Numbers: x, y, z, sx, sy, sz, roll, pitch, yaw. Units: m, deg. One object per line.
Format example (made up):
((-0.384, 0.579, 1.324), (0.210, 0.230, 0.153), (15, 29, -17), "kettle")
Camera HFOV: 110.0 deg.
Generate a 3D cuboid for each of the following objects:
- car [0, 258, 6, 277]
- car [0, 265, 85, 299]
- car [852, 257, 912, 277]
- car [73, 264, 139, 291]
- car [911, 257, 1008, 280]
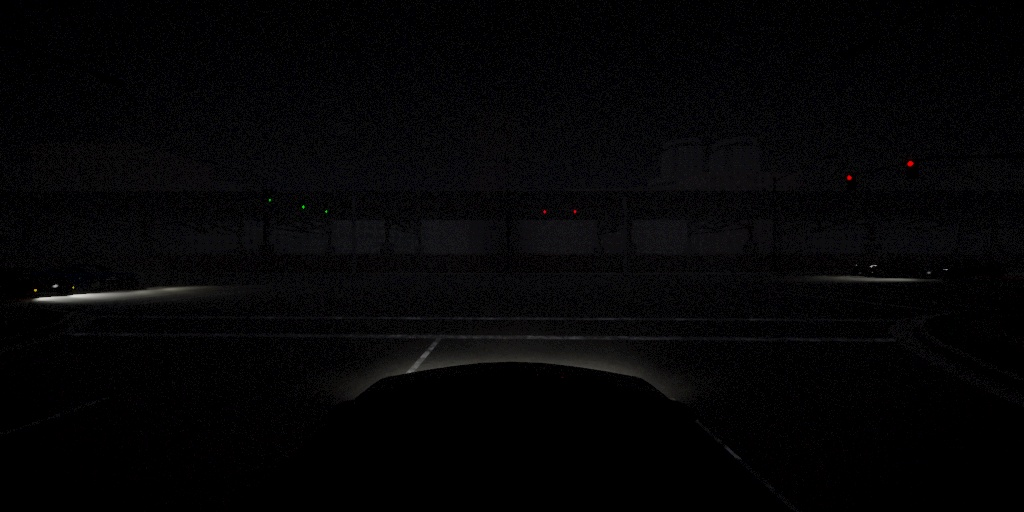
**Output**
((-49.629, 1.099, 32.545), (4.553, 1.767, 2.097), (0, 0, 2), "car")
((-24.550, 1.311, 17.770), (4.181, 1.385, 1.994), (0, 0, 2), "car")
((31.845, 0.855, 30.444), (4.553, 1.767, 2.097), (-1, 0, 2), "car")
((-25.188, 1.224, 21.291), (5.008, 1.535, 1.882), (0, 0, 2), "car")
((33.813, 0.969, 26.893), (4.902, 1.511, 2.128), (-1, 0, 1), "car")
